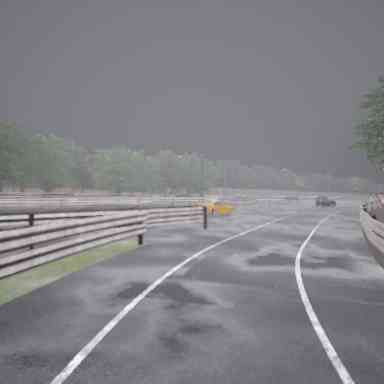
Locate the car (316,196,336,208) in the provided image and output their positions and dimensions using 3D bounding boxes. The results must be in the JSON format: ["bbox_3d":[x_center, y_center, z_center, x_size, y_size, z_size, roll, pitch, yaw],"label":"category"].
[{"bbox_3d":[23.499,1.669,58.286,2.150,2.045,5.566,2,0,39],"label":"car"}]

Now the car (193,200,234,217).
[{"bbox_3d":[2.107,1.465,31.012,1.882,1.535,5.008,2,0,37],"label":"car"}]

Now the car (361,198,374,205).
[{"bbox_3d":[43.459,2.226,82.072,2.097,1.767,4.553,2,0,40],"label":"car"}]
